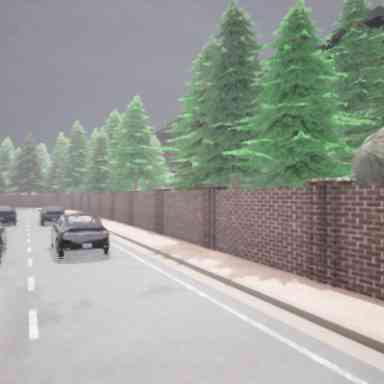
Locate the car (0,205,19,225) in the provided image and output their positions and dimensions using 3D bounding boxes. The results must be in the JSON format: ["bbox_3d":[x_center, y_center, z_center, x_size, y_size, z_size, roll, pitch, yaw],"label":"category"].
[{"bbox_3d":[-14.768,1.769,26.130,1.882,1.535,5.008,0,0,-26],"label":"car"}]

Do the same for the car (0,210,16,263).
[{"bbox_3d":[-7.772,1.627,12.023,2.128,1.511,4.902,0,-1,-26],"label":"car"}]

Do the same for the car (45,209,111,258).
[{"bbox_3d":[-4.639,1.649,13.582,2.128,1.511,4.902,0,-1,-26],"label":"car"}]

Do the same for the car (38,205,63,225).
[{"bbox_3d":[-11.315,1.813,27.031,1.837,1.490,4.892,0,0,-26],"label":"car"}]
